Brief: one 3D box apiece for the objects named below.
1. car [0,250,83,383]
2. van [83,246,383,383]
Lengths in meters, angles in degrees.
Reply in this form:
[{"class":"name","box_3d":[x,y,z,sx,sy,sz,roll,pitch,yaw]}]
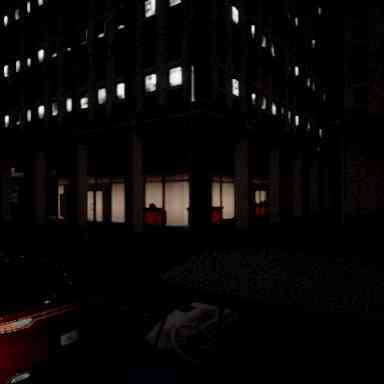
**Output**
[{"class":"car","box_3d":[-3.252,1.590,5.192,4.507,1.381,1.887,-1,0,35]},{"class":"van","box_3d":[1.360,1.340,1.902,3.998,1.788,1.690,-1,0,35]}]
